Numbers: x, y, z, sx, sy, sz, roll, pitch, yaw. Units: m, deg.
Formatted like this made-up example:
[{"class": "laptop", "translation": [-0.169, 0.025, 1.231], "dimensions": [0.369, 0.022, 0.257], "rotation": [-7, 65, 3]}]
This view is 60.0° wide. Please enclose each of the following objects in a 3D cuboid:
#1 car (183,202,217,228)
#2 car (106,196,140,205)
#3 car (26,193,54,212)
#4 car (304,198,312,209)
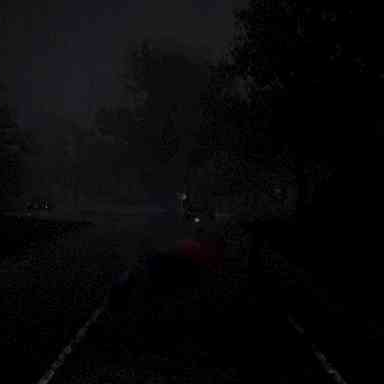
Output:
[{"class": "car", "translation": [0.580, 1.433, 21.914], "dimensions": [2.128, 1.511, 4.902], "rotation": [0, 0, 7]}, {"class": "car", "translation": [-11.335, 1.401, 54.887], "dimensions": [5.357, 1.411, 2.033], "rotation": [0, 0, -38]}, {"class": "car", "translation": [-16.839, 1.121, 37.057], "dimensions": [2.150, 2.045, 5.566], "rotation": [-1, 1, -16]}, {"class": "car", "translation": [14.330, 1.374, 39.071], "dimensions": [1.882, 1.535, 5.008], "rotation": [1, 0, 14]}]
